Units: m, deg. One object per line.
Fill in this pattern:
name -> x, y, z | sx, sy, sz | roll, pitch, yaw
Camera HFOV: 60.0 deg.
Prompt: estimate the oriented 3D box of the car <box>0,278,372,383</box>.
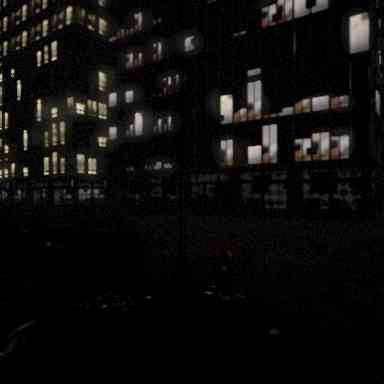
car -> -0.595, 1.588, 3.294 | 4.313, 1.339, 1.947 | -1, 0, 36
